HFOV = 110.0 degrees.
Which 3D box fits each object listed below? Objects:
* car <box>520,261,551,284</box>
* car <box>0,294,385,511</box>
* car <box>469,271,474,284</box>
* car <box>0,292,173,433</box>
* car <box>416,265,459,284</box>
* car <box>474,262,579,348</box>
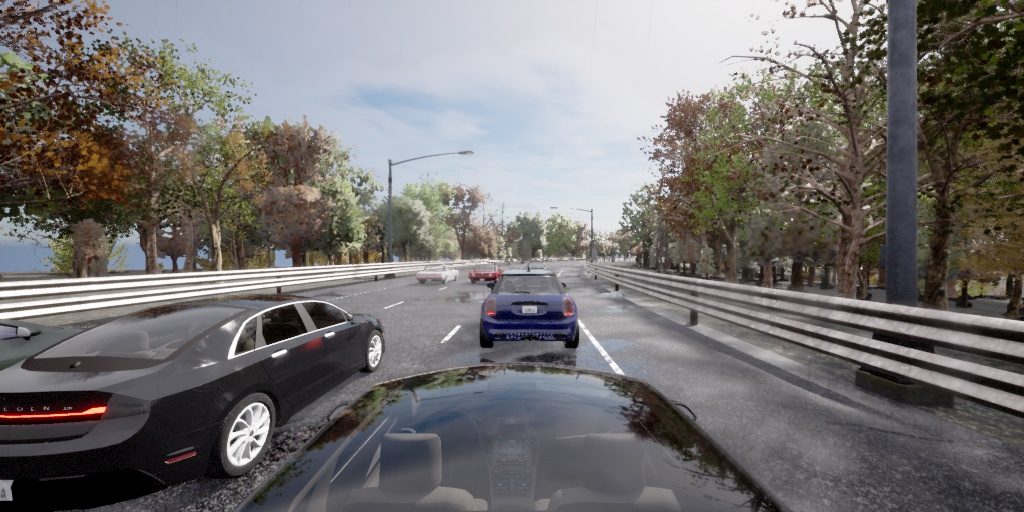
[{"bbox_3d":[1.935,1.228,28.136,2.128,1.511,4.902,0,0,7],"label":"car"},{"bbox_3d":[-3.286,1.252,4.722,1.837,1.490,4.892,0,0,1],"label":"car"},{"bbox_3d":[-1.769,1.328,26.660,1.895,1.301,4.718,0,0,7],"label":"car"},{"bbox_3d":[-6.803,1.311,4.020,1.994,1.385,4.181,0,0,1],"label":"car"},{"bbox_3d":[-5.333,1.319,26.315,1.895,1.301,4.718,0,0,6],"label":"car"},{"bbox_3d":[0.392,1.098,9.362,2.097,1.767,4.553,0,0,1],"label":"car"}]
